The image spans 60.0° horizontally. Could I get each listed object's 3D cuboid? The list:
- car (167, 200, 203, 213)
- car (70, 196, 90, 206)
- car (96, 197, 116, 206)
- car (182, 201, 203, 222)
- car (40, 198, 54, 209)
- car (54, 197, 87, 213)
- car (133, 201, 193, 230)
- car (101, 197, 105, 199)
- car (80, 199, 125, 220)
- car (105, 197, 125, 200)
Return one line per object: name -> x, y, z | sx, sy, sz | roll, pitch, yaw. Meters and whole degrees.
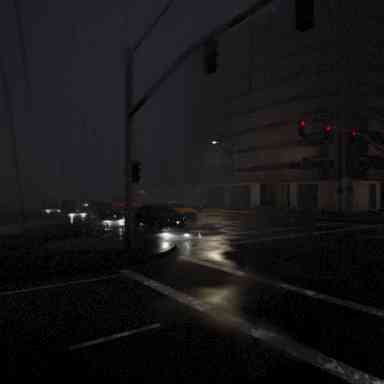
car -> -0.897, 1.655, 38.230 | 1.895, 1.301, 4.718 | 0, 0, -35
car -> -19.911, 1.546, 58.954 | 2.128, 1.511, 4.902 | 0, 0, -35
car -> -15.086, 1.580, 58.210 | 1.812, 1.442, 4.674 | 0, 0, -35
car -> -1.485, 1.532, 26.661 | 1.882, 1.535, 5.008 | 0, 0, -35
car -> -19.807, 1.532, 46.472 | 1.882, 1.535, 5.008 | 0, 0, -35
car -> -13.758, 1.602, 37.899 | 2.033, 1.411, 5.357 | 0, 0, -35
car -> -2.254, 1.560, 21.702 | 1.837, 1.490, 4.892 | 0, 0, -36
car -> -12.947, 1.602, 42.800 | 2.033, 1.411, 5.357 | 0, 0, -35
car -> -7.898, 1.602, 29.639 | 2.033, 1.411, 5.357 | 0, 0, -35
car -> -6.861, 1.407, 34.223 | 2.097, 1.767, 4.553 | 0, 0, -36
